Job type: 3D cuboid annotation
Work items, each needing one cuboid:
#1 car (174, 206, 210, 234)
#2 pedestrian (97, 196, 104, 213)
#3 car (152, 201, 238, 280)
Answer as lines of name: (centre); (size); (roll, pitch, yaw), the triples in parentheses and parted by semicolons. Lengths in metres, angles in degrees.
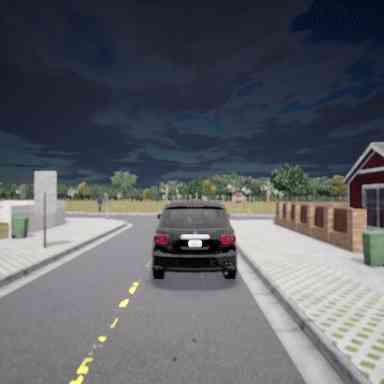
car: (0.004, 1.695, 21.394); (2.033, 1.411, 5.357); (0, 0, 0)
pedestrian: (-9.833, 1.311, 35.454); (0.375, 1.860, 0.375); (0, -2, -1)
car: (0.060, 1.290, 10.260); (2.150, 2.045, 5.566); (0, -1, 0)
